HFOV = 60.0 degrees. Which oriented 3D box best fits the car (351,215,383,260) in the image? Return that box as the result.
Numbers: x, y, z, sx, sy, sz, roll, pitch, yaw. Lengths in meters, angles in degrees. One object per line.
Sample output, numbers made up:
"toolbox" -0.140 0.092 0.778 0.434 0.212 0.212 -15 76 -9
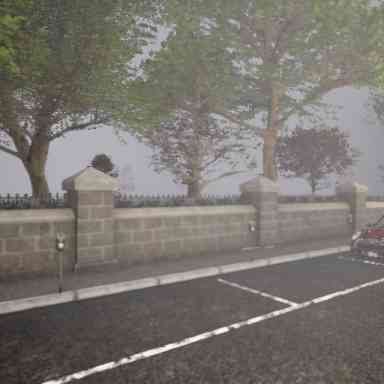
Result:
"car" 7.501 1.518 11.977 4.097 1.590 1.967 0 0 -36
